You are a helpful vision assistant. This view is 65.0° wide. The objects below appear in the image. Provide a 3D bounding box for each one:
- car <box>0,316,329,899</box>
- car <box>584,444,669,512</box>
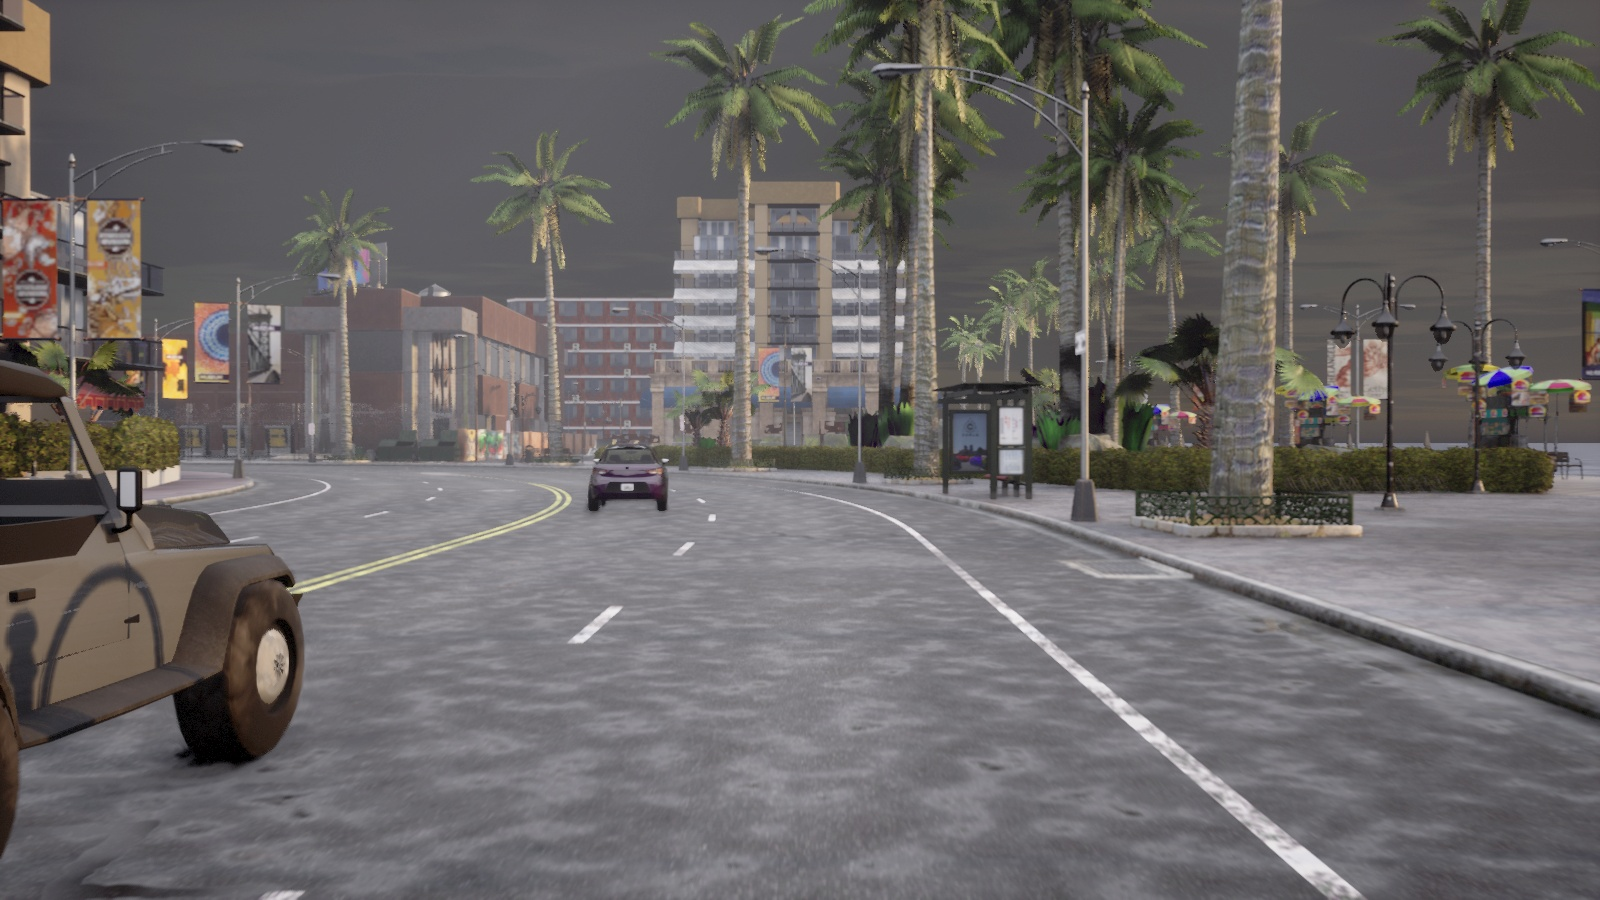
[{"bbox_3d":[-3.458,0.513,4.724,1.905,1.878,3.866,0,0,0],"label":"car"},{"bbox_3d":[-3.962,0.590,29.263,1.816,1.474,4.193,0,0,-6],"label":"car"}]
